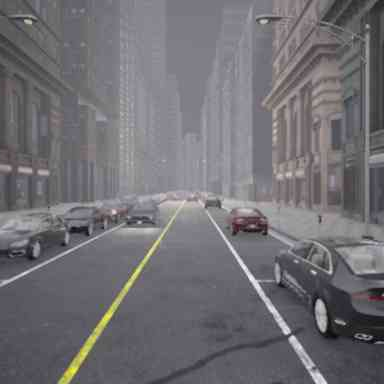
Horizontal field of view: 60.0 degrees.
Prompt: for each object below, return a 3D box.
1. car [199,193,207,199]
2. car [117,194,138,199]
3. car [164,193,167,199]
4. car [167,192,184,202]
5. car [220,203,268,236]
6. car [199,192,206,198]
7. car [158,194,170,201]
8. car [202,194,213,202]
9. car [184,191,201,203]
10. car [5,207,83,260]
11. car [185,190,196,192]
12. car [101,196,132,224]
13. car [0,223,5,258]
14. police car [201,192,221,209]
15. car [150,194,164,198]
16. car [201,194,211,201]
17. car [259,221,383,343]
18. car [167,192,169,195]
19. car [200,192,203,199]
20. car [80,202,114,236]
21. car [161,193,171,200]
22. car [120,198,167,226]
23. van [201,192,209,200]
[{"bbox_3d":[2.849,0.970,84.744,1.887,1.381,4.507,0,0,0],"label":"car"},{"bbox_3d":[-5.730,1.116,28.723,2.192,1.841,5.009,0,0,0],"label":"car"},{"bbox_3d":[-5.703,1.138,56.563,1.752,1.417,4.829,0,0,0],"label":"car"},{"bbox_3d":[-2.971,1.137,62.368,1.994,1.385,4.181,0,0,1],"label":"car"},{"bbox_3d":[2.784,1.424,17.519,1.887,1.381,4.507,0,0,0],"label":"car"},{"bbox_3d":[2.855,0.828,90.345,1.967,1.590,4.097,0,0,0],"label":"car"},{"bbox_3d":[-5.692,1.081,67.936,1.887,1.381,4.507,0,0,0],"label":"car"},{"bbox_3d":[2.828,1.120,62.335,1.887,1.381,4.507,0,0,0],"label":"car"},{"bbox_3d":[0.058,1.098,57.571,2.128,1.511,4.902,0,0,0],"label":"car"},{"bbox_3d":[-5.747,1.467,11.920,2.008,1.369,4.403,0,0,0],"label":"car"},{"bbox_3d":[0.073,0.892,73.420,2.128,1.511,4.902,0,0,0],"label":"car"},{"bbox_3d":[-5.735,1.280,23.123,1.967,1.590,4.097,0,0,0],"label":"car"},{"bbox_3d":[-5.752,1.482,6.149,1.752,1.417,4.829,0,0,0],"label":"car"},{"bbox_3d":[2.406,1.155,39.319,1.930,1.638,5.238,0,0,0],"label":"police car"},{"bbox_3d":[-5.709,1.232,51.132,1.802,1.307,4.206,0,0,0],"label":"car"},{"bbox_3d":[2.833,1.082,67.937,1.887,1.381,4.507,0,0,0],"label":"car"},{"bbox_3d":[2.773,1.507,6.315,2.008,1.369,4.403,0,0,0],"label":"car"},{"bbox_3d":[-5.697,1.014,62.334,1.967,1.590,4.097,0,0,0],"label":"car"},{"bbox_3d":[2.822,1.137,56.903,1.752,1.417,4.829,0,0,0],"label":"car"},{"bbox_3d":[-5.741,1.444,17.522,1.947,1.339,4.313,0,0,0],"label":"car"},{"bbox_3d":[-5.687,1.044,73.539,1.887,1.381,4.507,0,0,0],"label":"car"},{"bbox_3d":[-3.076,1.393,22.202,2.033,1.411,5.357,0,0,0],"label":"car"},{"bbox_3d":[2.839,0.841,73.537,1.690,1.788,3.998,0,0,0],"label":"van"}]
